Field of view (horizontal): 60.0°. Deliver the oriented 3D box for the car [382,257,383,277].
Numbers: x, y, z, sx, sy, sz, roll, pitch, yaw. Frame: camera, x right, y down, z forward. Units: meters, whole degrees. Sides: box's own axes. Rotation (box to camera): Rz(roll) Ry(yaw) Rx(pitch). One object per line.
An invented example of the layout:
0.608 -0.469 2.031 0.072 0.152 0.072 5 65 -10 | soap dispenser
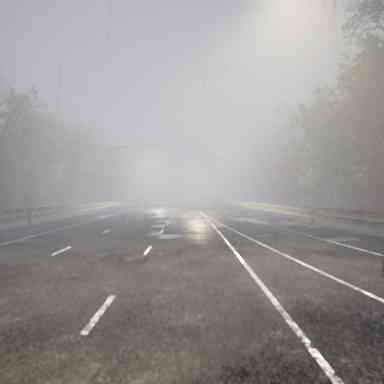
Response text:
5.898 1.474 6.387 2.033 1.649 4.856 0 -1 -7 | car
